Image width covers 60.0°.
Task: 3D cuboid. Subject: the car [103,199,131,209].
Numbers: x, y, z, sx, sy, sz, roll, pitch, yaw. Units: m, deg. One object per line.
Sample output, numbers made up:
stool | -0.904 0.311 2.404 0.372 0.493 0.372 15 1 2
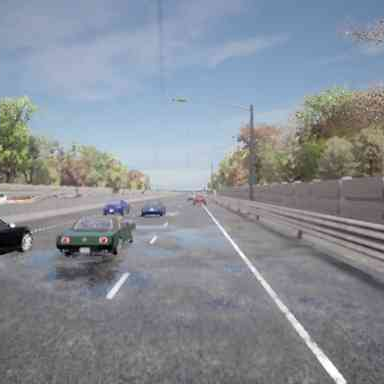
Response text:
car | -6.893 1.412 30.753 1.812 1.442 4.674 0 0 0

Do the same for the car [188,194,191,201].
car | 0.014 1.363 72.304 1.895 1.301 4.718 0 0 0

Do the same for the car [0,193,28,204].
car | -21.072 1.203 40.386 2.097 1.767 4.553 0 0 0

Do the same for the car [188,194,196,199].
car | 0.017 1.251 87.674 1.895 1.301 4.718 0 0 0

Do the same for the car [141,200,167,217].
car | -3.392 1.452 30.217 1.994 1.385 4.181 0 0 0

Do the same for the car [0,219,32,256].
car | -6.897 1.438 10.407 1.882 1.535 5.008 0 0 0

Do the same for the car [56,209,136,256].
car | -3.395 1.552 12.785 1.895 1.301 4.718 0 0 0

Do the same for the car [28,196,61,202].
car | -17.574 1.343 40.804 2.128 1.511 4.902 0 0 0

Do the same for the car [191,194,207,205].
car | 1.234 1.170 53.475 2.097 1.767 4.553 0 0 0
